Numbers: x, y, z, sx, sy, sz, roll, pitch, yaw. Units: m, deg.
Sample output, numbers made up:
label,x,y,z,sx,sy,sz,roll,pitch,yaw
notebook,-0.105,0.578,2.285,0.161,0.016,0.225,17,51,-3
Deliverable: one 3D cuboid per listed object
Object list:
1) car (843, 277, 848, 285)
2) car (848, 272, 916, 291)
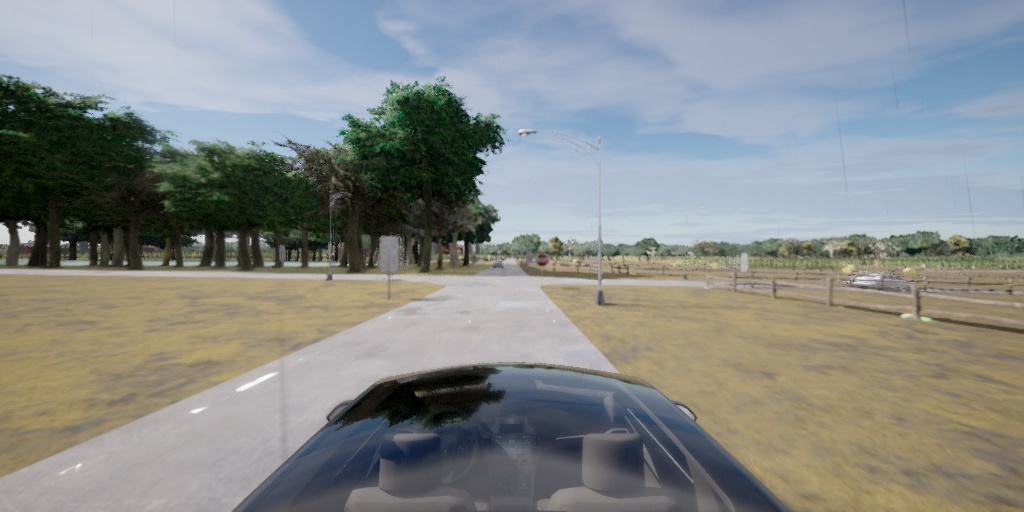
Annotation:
label,x,y,z,sx,sy,sz,roll,pitch,yaw
car,36.568,2.390,36.386,4.892,1.490,1.837,2,1,0
car,34.919,2.394,33.545,4.674,1.442,1.812,2,1,0
